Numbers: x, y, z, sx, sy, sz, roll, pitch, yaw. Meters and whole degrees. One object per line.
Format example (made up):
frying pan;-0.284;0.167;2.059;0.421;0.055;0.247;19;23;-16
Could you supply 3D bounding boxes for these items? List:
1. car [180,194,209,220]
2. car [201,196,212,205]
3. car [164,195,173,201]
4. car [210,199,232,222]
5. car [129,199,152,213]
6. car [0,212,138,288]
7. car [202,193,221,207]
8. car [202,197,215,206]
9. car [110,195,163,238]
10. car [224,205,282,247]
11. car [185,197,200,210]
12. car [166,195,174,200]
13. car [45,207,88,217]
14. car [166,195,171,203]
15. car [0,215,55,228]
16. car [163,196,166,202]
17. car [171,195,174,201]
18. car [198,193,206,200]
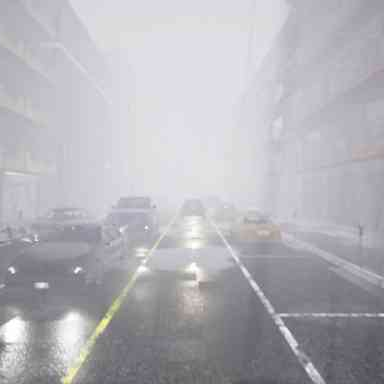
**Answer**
car;0.087;1.324;28.284;2.097;1.767;4.553;0;0;0
car;2.665;1.473;60.325;1.752;1.417;4.829;0;0;0
car;-5.725;1.480;82.878;1.887;1.381;4.507;0;0;0
car;2.681;1.499;26.230;1.752;1.417;4.829;0;0;0
car;-5.705;1.531;37.418;1.947;1.339;4.313;0;0;0
car;-3.096;1.538;9.515;2.033;1.411;5.357;0;0;0
car;2.674;1.274;43.107;2.192;1.841;5.009;0;0;0
car;2.668;1.502;54.473;2.008;1.369;4.403;0;0;0
car;-3.008;1.206;17.847;2.150;2.045;5.566;0;0;0
car;2.686;1.510;14.865;1.752;1.417;4.829;0;0;0
car;0.081;1.437;42.838;1.882;1.535;5.008;0;0;0
car;-5.729;1.515;88.561;1.802;1.307;4.206;0;0;0
car;-5.693;1.426;14.688;1.967;1.590;4.097;0;0;0
car;-5.718;1.511;65.831;1.947;1.339;4.313;0;0;0
car;-5.691;1.543;9.005;2.008;1.369;4.403;0;0;0
car;-5.713;1.535;54.466;1.802;1.307;4.206;0;0;0
car;-5.723;1.504;77.195;1.947;1.339;4.313;0;0;0
car;2.652;1.247;88.567;2.192;1.841;5.009;0;0;0
